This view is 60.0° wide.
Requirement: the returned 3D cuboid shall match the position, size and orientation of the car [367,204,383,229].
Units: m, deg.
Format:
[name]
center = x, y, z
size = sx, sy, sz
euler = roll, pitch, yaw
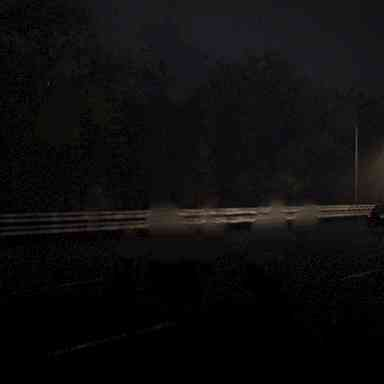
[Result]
[car]
center = 13.612, 1.577, 21.999
size = 4.553, 1.767, 2.097
euler = 1, 0, -35
